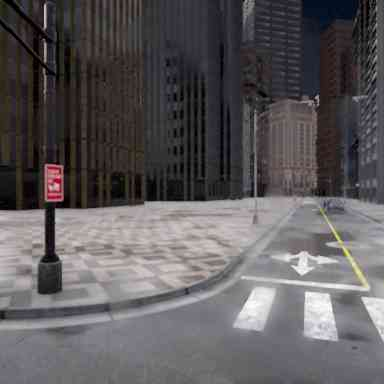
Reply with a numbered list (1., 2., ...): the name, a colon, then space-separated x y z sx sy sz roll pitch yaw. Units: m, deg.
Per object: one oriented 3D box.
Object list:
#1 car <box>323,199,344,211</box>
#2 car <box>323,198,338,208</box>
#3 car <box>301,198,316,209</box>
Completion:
1. car: 17.518 1.584 40.781 2.033 1.411 5.357 0 0 20
2. car: 21.005 1.647 50.636 1.895 1.301 4.718 0 0 20
3. car: 16.210 1.564 46.122 1.812 1.442 4.674 0 0 20
